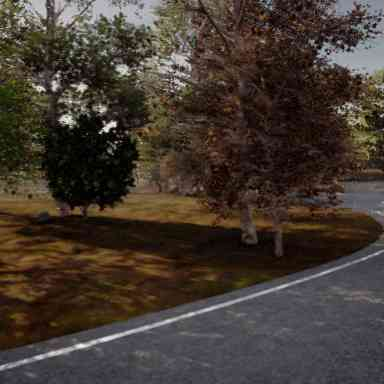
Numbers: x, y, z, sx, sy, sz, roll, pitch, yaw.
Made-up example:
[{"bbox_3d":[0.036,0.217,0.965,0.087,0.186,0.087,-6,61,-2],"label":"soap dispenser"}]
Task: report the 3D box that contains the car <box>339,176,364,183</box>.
[{"bbox_3d":[32.355,-2.545,68.082,4.718,1.301,1.895,-3,3,-1],"label":"car"}]
